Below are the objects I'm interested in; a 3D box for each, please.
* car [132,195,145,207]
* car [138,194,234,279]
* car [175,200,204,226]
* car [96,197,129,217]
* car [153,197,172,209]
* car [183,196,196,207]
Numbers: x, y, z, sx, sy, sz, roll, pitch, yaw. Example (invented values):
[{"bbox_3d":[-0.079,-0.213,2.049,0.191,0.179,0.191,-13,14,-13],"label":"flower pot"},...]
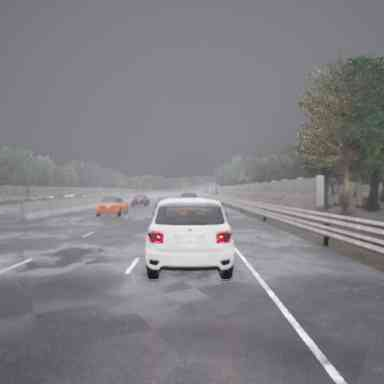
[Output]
[{"bbox_3d":[-7.369,1.186,48.308,2.097,1.767,4.553,0,0,-1],"label":"car"},{"bbox_3d":[-0.053,1.184,10.032,2.150,2.045,5.566,0,0,0],"label":"car"},{"bbox_3d":[-0.181,1.396,23.577,1.882,1.535,5.008,0,0,-1],"label":"car"},{"bbox_3d":[-7.161,1.248,30.385,2.097,1.767,4.553,0,0,-1],"label":"car"},{"bbox_3d":[-3.819,1.396,44.439,2.033,1.411,5.357,0,0,0],"label":"car"},{"bbox_3d":[-0.368,1.342,48.250,1.837,1.490,4.892,0,1,-1],"label":"car"}]
